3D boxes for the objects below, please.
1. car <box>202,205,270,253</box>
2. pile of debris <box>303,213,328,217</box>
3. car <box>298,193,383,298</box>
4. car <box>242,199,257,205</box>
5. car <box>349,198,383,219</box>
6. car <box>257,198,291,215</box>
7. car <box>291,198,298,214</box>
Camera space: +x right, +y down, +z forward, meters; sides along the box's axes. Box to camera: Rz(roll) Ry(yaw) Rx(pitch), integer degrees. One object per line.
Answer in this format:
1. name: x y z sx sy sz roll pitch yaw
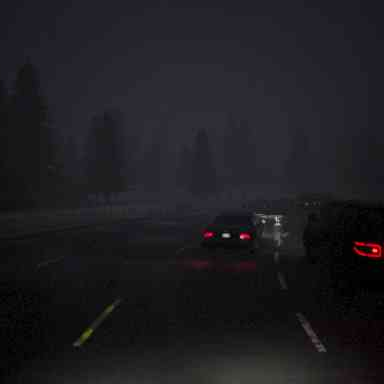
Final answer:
1. car: 1.846 1.479 13.400 2.033 1.411 5.357 0 0 17
2. pile of debris: 10.827 2.029 29.158 1.500 0.140 1.860 0 0 44
3. car: 4.336 1.182 8.373 2.150 2.045 5.566 0 1 8
4. car: 7.004 1.389 34.892 4.181 1.385 1.994 0 0 -43
5. car: 15.494 1.349 28.390 4.902 1.511 2.128 0 0 -43
6. car: 8.621 1.346 31.668 4.892 1.490 1.837 0 0 -45
7. car: 11.274 1.074 29.301 2.150 2.045 5.566 0 0 44
